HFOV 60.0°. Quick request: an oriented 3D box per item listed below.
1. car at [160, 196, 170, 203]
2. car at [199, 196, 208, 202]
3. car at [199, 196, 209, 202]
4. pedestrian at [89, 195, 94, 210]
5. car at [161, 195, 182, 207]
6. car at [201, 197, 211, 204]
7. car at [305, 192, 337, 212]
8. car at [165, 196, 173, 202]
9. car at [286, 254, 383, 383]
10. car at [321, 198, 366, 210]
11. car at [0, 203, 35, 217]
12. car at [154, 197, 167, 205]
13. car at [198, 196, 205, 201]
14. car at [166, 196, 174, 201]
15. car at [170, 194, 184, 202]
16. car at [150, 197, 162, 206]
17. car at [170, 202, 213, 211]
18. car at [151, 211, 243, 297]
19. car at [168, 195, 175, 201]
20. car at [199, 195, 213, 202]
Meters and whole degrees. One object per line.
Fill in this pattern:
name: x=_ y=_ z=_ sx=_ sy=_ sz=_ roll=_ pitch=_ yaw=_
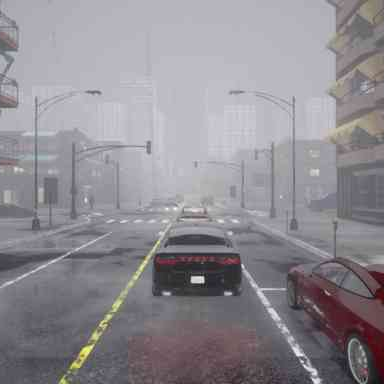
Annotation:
car: x=-5.660 y=1.593 z=70.581 sx=1.752 sy=1.417 sz=4.829 roll=0 pitch=0 yaw=0
car: x=2.724 y=1.640 z=81.798 sx=2.008 sy=1.369 sz=4.403 roll=0 pitch=0 yaw=0
car: x=2.722 y=1.644 z=76.273 sx=1.947 sy=1.339 sz=4.313 roll=0 pitch=0 yaw=0
pedestrian: x=-12.495 y=1.311 z=41.439 sx=0.375 sy=1.860 sz=0.375 roll=0 pitch=0 yaw=0
car: x=-3.070 y=1.584 z=51.139 sx=2.033 sy=1.411 sz=5.357 roll=0 pitch=0 yaw=0
car: x=2.718 y=1.624 z=65.222 sx=1.947 sy=1.339 sz=4.313 roll=0 pitch=0 yaw=0
car: x=15.185 y=1.052 z=35.908 sx=5.566 sy=2.045 sz=2.150 roll=-1 pitch=0 yaw=0
car: x=-5.656 y=1.671 z=81.802 sx=1.802 sy=1.307 sz=4.206 roll=0 pitch=0 yaw=0
car: x=2.694 y=1.583 z=4.944 sx=1.802 sy=1.307 sz=4.206 roll=0 pitch=0 yaw=0
car: x=17.504 y=1.378 z=38.489 sx=4.313 sy=1.339 sz=1.947 roll=-1 pitch=0 yaw=0
car: x=-17.547 y=1.766 z=32.703 sx=4.181 sy=1.385 sz=1.994 roll=-1 pitch=0 yaw=0
car: x=-5.665 y=1.616 z=59.700 sx=1.947 sy=1.339 sz=4.313 roll=0 pitch=0 yaw=0
car: x=2.729 y=1.696 z=92.848 sx=1.802 sy=1.307 sz=4.206 roll=0 pitch=0 yaw=0
car: x=-5.654 y=1.683 z=87.326 sx=1.802 sy=1.307 sz=4.206 roll=0 pitch=0 yaw=0
car: x=-3.019 y=1.582 z=63.984 sx=1.812 sy=1.442 sz=4.674 roll=0 pitch=0 yaw=1
car: x=-5.755 y=1.586 z=54.178 sx=1.887 sy=1.381 sz=4.507 roll=0 pitch=0 yaw=0
car: x=0.108 y=1.499 z=17.854 sx=2.128 sy=1.511 sz=4.902 roll=0 pitch=0 yaw=0
car: x=0.103 y=1.480 z=8.653 sx=1.882 sy=1.535 sz=5.008 roll=0 pitch=0 yaw=0
car: x=-5.652 y=1.639 z=92.681 sx=1.752 sy=1.417 sz=4.829 roll=0 pitch=0 yaw=0
car: x=2.716 y=1.365 z=59.697 sx=2.192 sy=1.841 sz=5.009 roll=0 pitch=0 yaw=0
